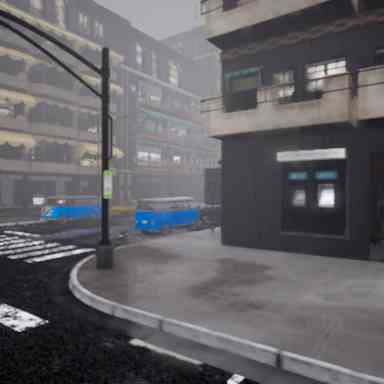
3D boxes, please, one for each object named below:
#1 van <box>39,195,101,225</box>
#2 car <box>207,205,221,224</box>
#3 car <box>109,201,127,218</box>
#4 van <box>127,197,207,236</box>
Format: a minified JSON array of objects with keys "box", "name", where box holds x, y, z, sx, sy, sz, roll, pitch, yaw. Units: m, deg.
[{"box":[-8.015,1.130,22.131,1.690,1.788,3.998,1,2,35],"name":"van"},{"box":[2.044,1.295,21.863,2.008,1.369,4.403,1,1,35],"name":"car"},{"box":[-4.888,1.240,26.574,1.752,1.417,4.829,1,2,35],"name":"car"},{"box":[-1.181,1.163,17.280,1.690,1.788,3.998,1,1,35],"name":"van"}]
